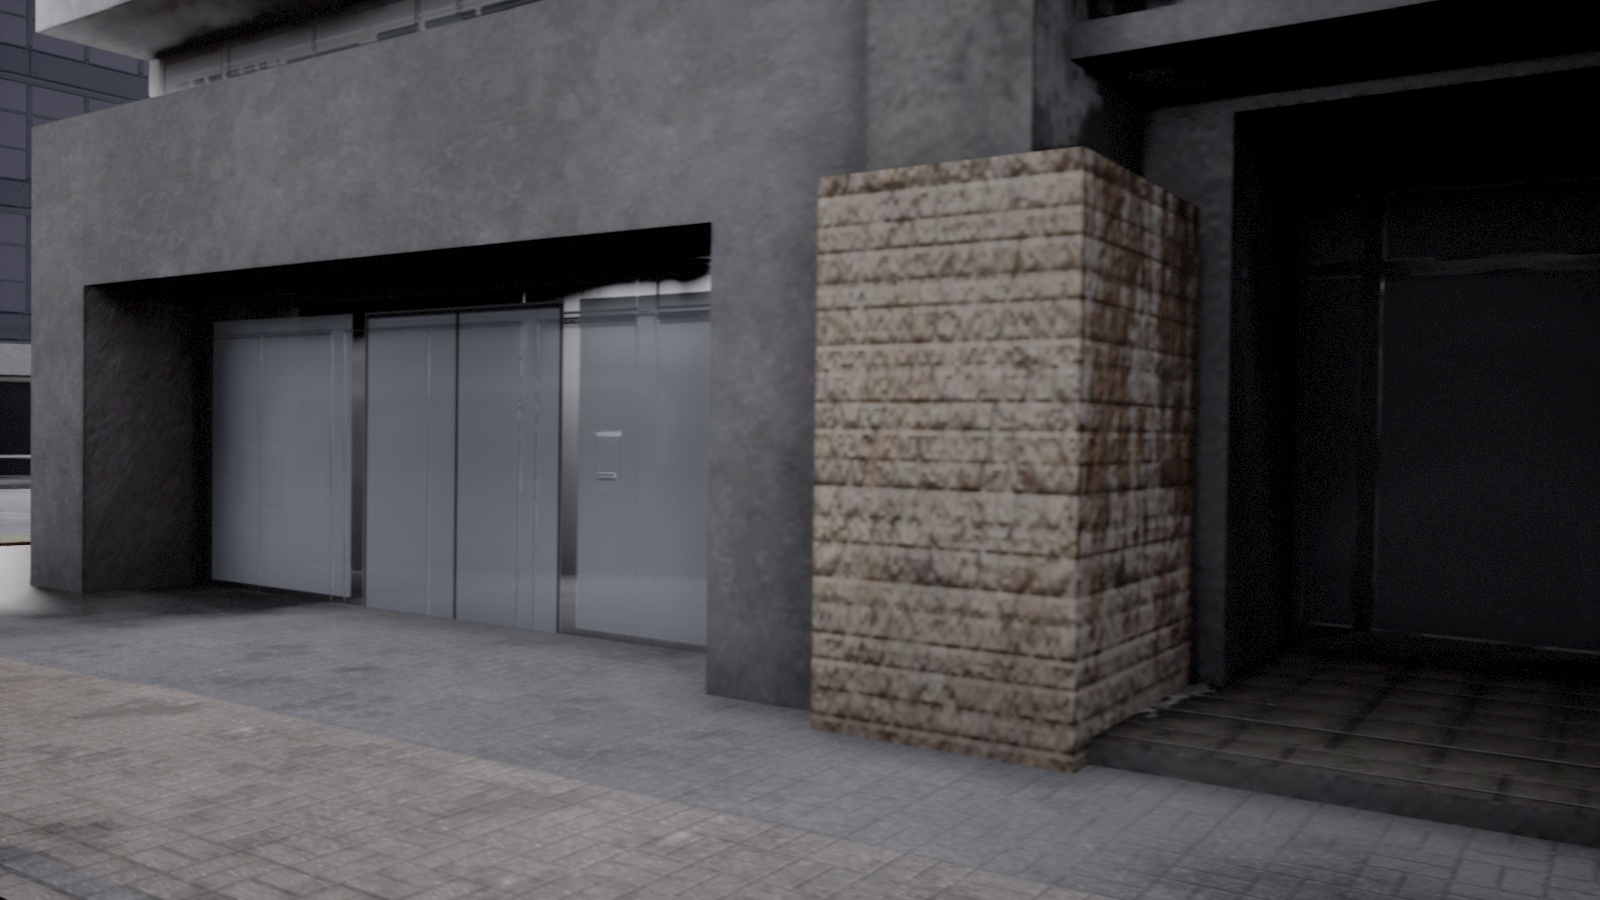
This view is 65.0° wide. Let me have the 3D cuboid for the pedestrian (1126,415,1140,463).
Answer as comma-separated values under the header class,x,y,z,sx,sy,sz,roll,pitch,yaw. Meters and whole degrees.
class,x,y,z,sx,sy,sz,roll,pitch,yaw
pedestrian,13.042,-0.432,49.158,0.345,1.836,0.594,0,1,32
